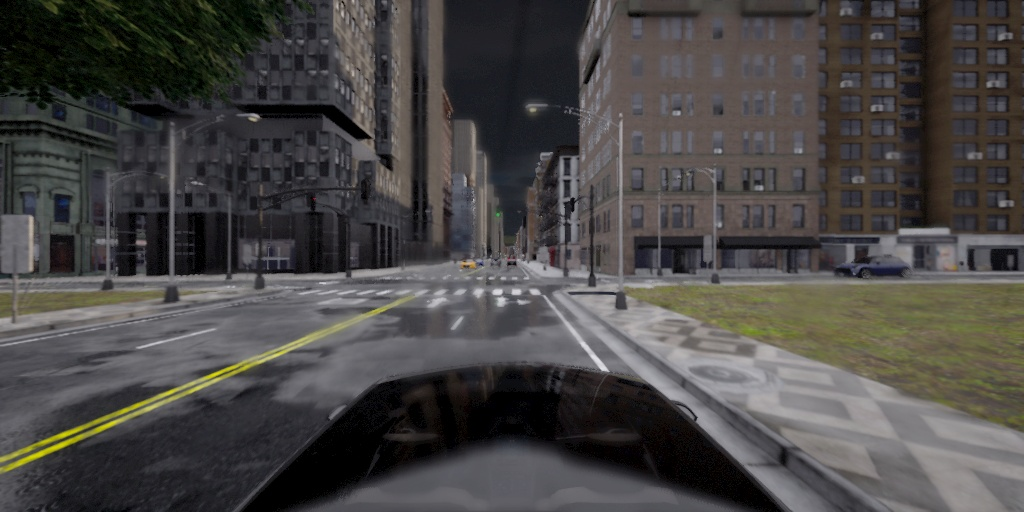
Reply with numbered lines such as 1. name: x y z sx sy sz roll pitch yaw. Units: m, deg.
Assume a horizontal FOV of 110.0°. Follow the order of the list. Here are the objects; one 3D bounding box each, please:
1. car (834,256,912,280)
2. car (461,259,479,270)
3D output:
1. car: 27.576 0.851 27.527 4.553 1.767 2.097 0 0 0
2. car: -6.556 1.273 54.275 1.882 1.535 5.008 0 0 0
